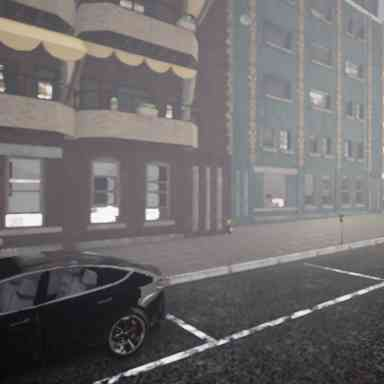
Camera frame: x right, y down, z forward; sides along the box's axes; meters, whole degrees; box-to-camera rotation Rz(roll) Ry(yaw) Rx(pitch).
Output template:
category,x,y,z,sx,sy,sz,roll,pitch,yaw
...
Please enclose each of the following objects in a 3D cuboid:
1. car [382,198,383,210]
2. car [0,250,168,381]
category,x,y,z,sx,sy,sz,roll,pitch,yaw
car,17.961,0.956,33.943,2.192,1.841,5.009,0,0,-36
car,-2.368,1.562,4.399,4.313,1.339,1.947,-1,1,-35
